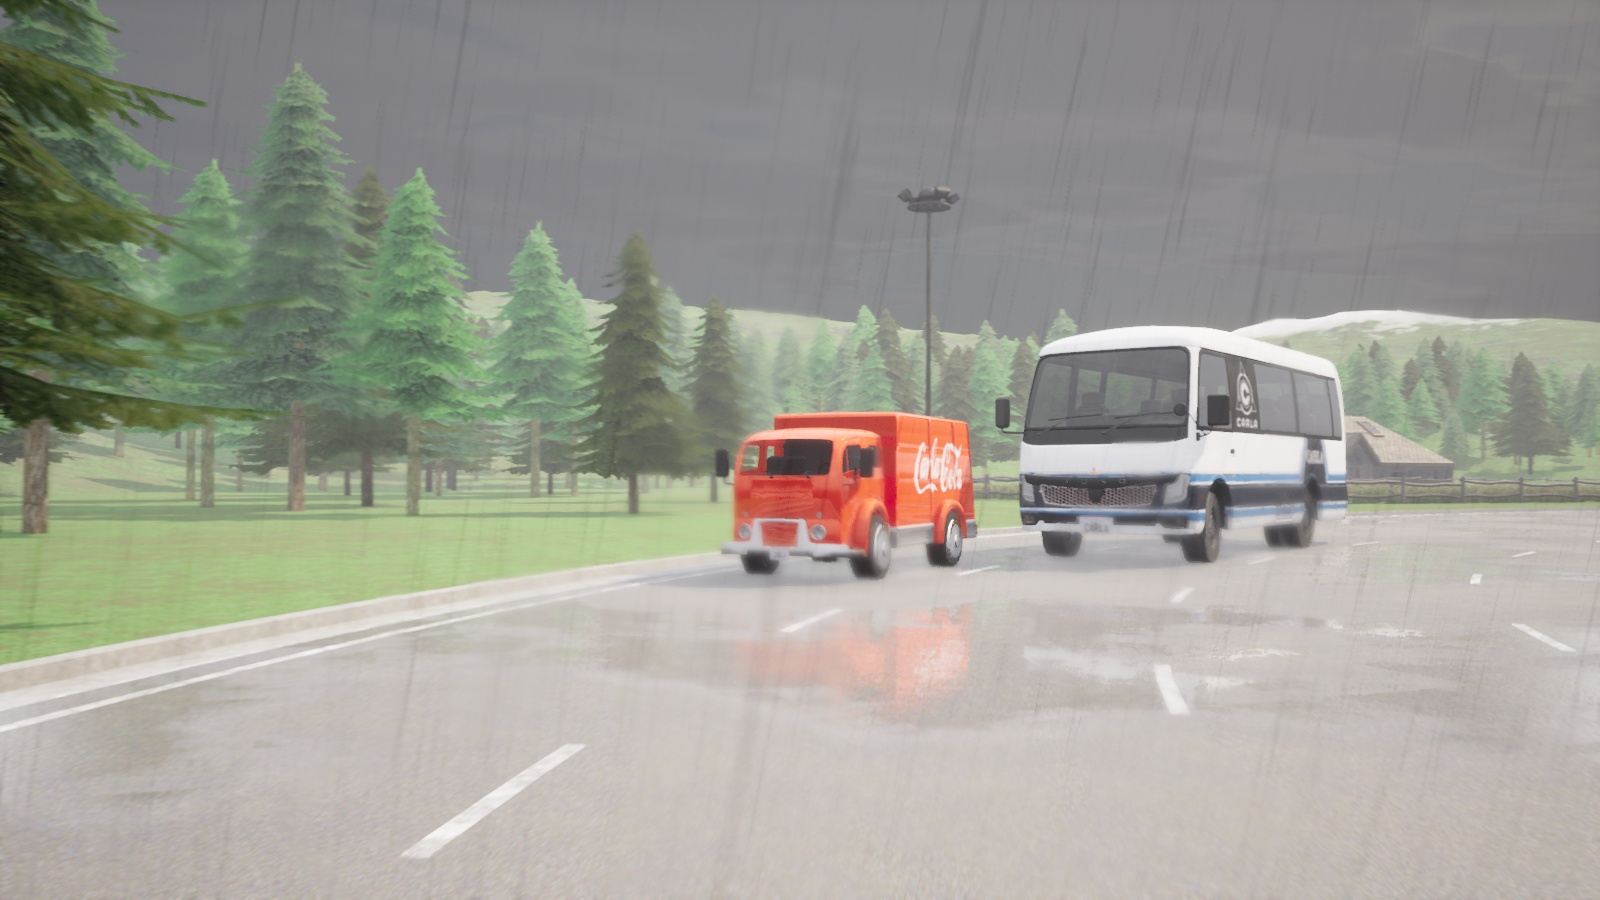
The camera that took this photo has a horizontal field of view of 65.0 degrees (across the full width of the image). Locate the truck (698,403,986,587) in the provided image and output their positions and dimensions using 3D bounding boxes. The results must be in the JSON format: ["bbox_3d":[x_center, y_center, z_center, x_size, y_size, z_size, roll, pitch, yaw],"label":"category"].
[{"bbox_3d":[0.860,0.656,19.793,2.627,2.467,5.204,-1,-1,26],"label":"truck"}]

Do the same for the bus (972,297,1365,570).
[{"bbox_3d":[7.729,-0.168,24.849,3.944,4.253,10.273,-1,-2,38],"label":"bus"}]
